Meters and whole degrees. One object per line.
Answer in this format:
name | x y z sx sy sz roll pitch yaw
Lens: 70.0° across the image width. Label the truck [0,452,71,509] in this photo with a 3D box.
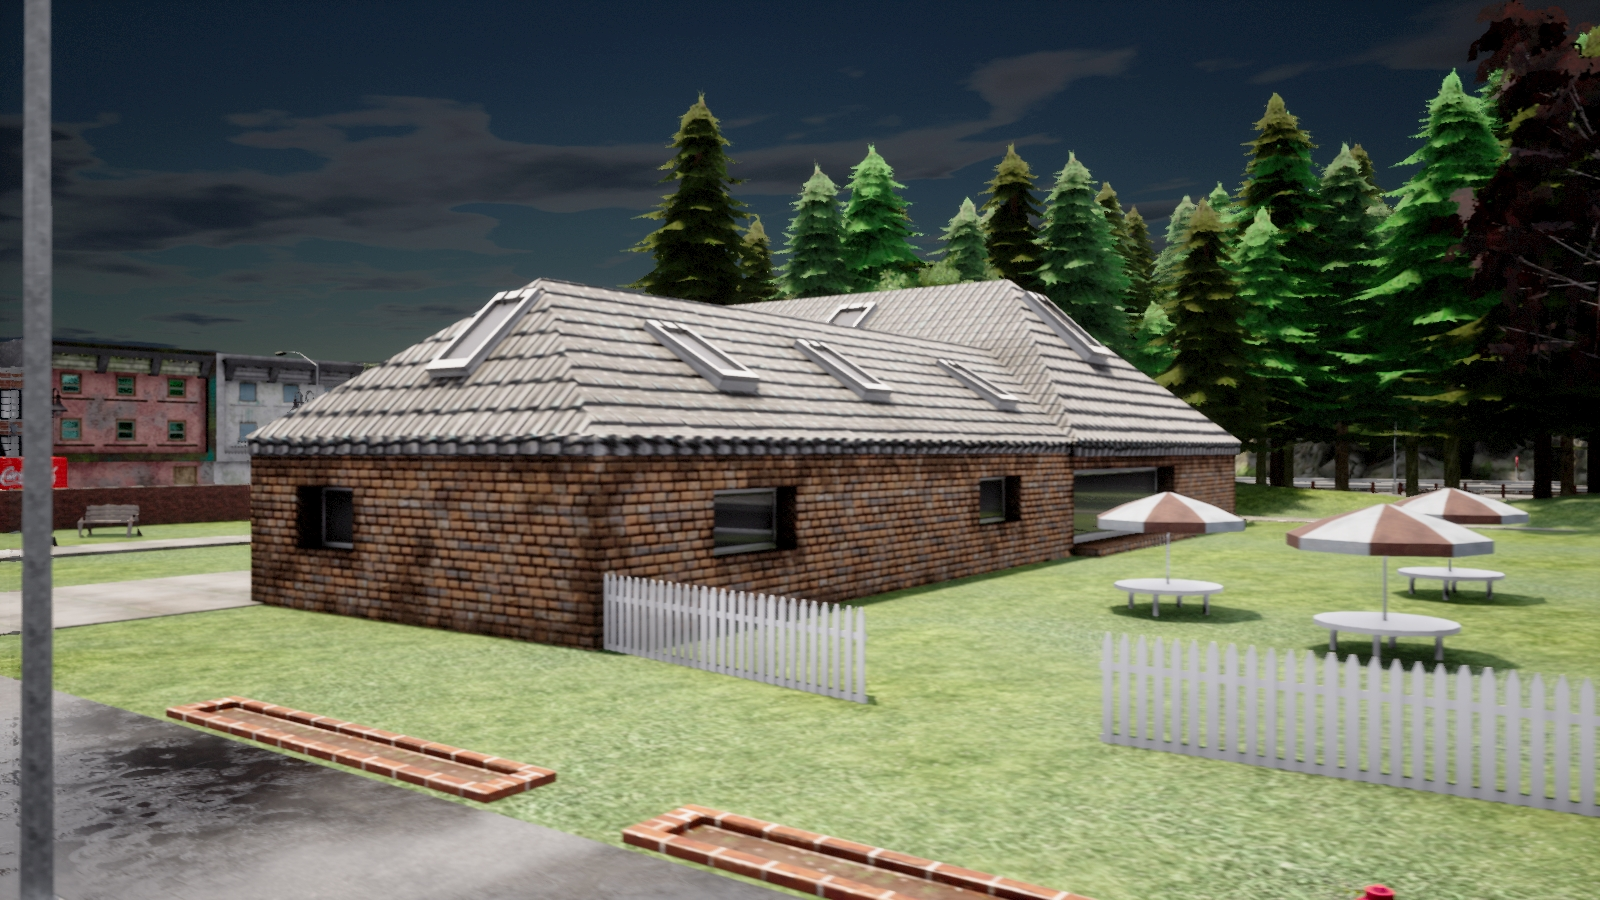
truck | -35.732 1.310 50.570 2.627 2.467 5.204 0 0 35
